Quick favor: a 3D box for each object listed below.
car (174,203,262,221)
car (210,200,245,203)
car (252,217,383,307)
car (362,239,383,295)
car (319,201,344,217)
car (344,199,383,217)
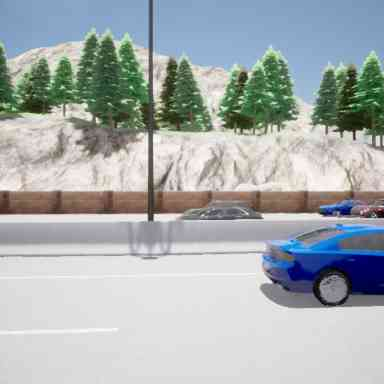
[{"bbox_3d":[1.431,1.505,18.031,4.892,1.490,1.837,0,0,-4],"label":"car"},{"bbox_3d":[1.624,1.352,21.561,4.553,1.767,2.097,0,0,-4],"label":"car"},{"bbox_3d":[4.104,1.477,7.501,5.008,1.535,1.882,0,0,-4],"label":"car"},{"bbox_3d":[5.085,1.491,4.065,4.902,1.511,2.128,0,0,-4],"label":"car"},{"bbox_3d":[13.863,1.477,29.728,5.008,1.535,1.882,0,0,-7],"label":"car"},{"bbox_3d":[15.028,1.352,26.360,4.553,1.767,2.097,0,0,-7],"label":"car"}]
